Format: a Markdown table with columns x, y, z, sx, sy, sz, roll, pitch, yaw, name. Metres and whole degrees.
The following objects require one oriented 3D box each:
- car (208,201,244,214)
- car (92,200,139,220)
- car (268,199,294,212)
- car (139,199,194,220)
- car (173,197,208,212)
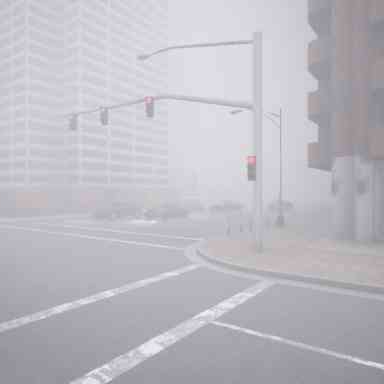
| x | y | z | sx | sy | sz | roll | pitch | yaw | name |
| --- | --- | --- | --- | --- | --- | --- | --- | --- | --- |
| 3.788 | 1.601 | 36.235 | 1.895 | 1.301 | 4.718 | 0 | 0 | 35 | car |
| -6.192 | 1.505 | 28.138 | 1.837 | 1.490 | 4.892 | 0 | 0 | 35 | car |
| 10.703 | 1.564 | 39.680 | 1.994 | 1.385 | 4.181 | 0 | 0 | 35 | car |
| -2.082 | 1.564 | 27.899 | 1.994 | 1.385 | 4.181 | 0 | 0 | 35 | car |
| -0.474 | 1.564 | 36.265 | 1.994 | 1.385 | 4.181 | 0 | 0 | 35 | car |
